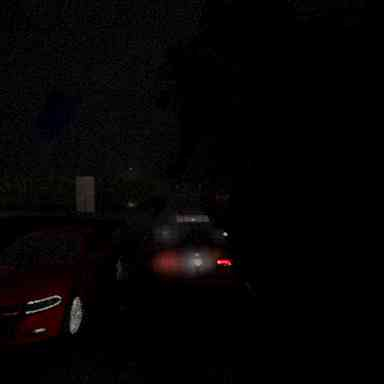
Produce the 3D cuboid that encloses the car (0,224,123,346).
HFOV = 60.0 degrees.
[{"bbox_3d":[-2.742,1.504,6.829,1.882,1.535,5.008,0,0,0],"label":"car"}]

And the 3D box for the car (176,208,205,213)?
[{"bbox_3d":[-0.078,1.649,21.507,1.895,1.301,4.718,0,0,-3],"label":"car"}]

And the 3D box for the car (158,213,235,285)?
[{"bbox_3d":[0.113,1.579,9.669,2.033,1.411,5.357,0,0,0],"label":"car"}]
